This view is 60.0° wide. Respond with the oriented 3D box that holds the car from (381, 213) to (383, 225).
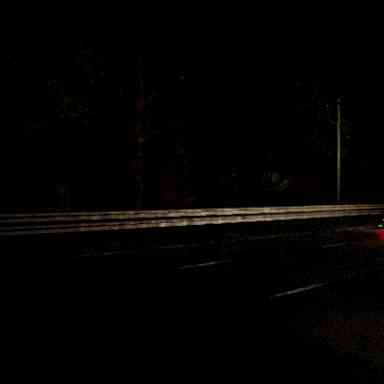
[{"bbox_3d":[14.970,1.724,22.946,4.902,1.511,2.128,1,0,-35],"label":"car"}]
